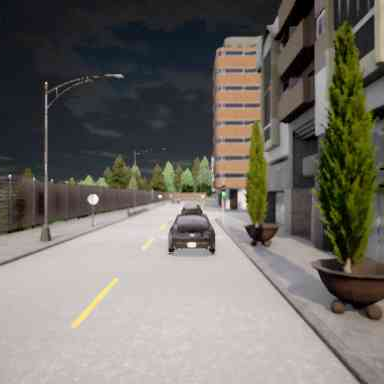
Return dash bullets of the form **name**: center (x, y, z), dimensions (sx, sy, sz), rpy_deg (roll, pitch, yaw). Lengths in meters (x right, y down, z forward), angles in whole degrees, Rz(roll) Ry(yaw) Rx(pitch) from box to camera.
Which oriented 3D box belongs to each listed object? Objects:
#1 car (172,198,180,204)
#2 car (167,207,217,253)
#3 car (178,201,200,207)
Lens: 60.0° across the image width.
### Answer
- **car**: center (-4.022, 2.315, 83.311), dimensions (1.812, 1.442, 4.674), rpy_deg (0, -1, 0)
- **car**: center (-0.004, 1.645, 14.308), dimensions (1.837, 1.490, 4.892), rpy_deg (0, 0, 0)
- **car**: center (-0.009, 1.760, 29.479), dimensions (1.882, 1.535, 5.008), rpy_deg (0, 0, 0)
